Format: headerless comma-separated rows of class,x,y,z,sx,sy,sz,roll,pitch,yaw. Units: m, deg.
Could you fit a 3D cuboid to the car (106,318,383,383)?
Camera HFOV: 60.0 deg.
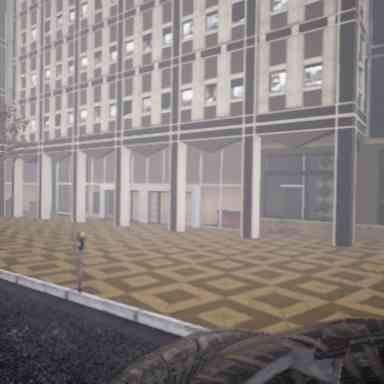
car,1.200,1.566,2.005,4.313,1.339,1.947,0,1,36
